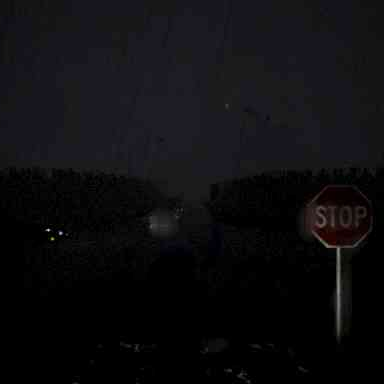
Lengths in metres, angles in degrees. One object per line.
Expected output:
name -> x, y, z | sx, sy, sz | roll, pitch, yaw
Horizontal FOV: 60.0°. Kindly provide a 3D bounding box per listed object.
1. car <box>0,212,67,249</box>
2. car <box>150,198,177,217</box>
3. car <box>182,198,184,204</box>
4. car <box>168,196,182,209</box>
car -> -7.440, 1.515, 13.817 | 4.181, 1.385, 1.994 | 0, 0, 1
car -> -2.756, 1.544, 31.421 | 1.994, 1.385, 4.181 | 0, 0, 1
car -> -2.598, 1.470, 63.004 | 1.812, 1.442, 4.674 | 0, 0, 1
car -> -2.714, 1.474, 45.712 | 1.837, 1.490, 4.892 | 0, 0, 0
